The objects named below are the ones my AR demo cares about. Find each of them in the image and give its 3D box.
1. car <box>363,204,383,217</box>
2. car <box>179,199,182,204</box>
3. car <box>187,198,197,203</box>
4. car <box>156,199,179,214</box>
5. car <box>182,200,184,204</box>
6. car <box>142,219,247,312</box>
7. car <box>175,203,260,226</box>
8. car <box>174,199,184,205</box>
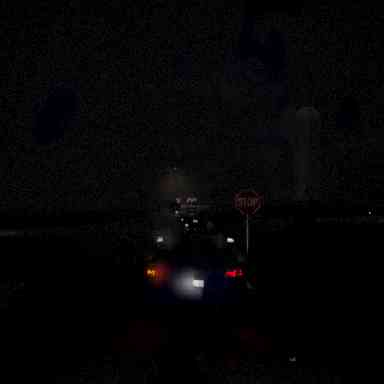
[{"bbox_3d":[14.958,1.116,23.875,4.718,1.301,1.895,-2,-1,0],"label":"car"},{"bbox_3d":[-2.858,1.858,47.295,1.895,1.301,4.718,0,-1,0],"label":"car"},{"bbox_3d":[-0.028,1.946,68.668,2.097,1.767,4.553,0,-1,0],"label":"car"},{"bbox_3d":[-2.869,1.694,37.376,2.033,1.411,5.357,0,0,0],"label":"car"},{"bbox_3d":[-2.849,1.905,57.750,2.128,1.511,4.902,0,-1,0],"label":"car"},{"bbox_3d":[0.072,1.575,7.827,1.994,1.385,4.181,0,0,1],"label":"car"},{"bbox_3d":[1.895,1.505,21.292,5.357,1.411,2.033,-2,1,-33],"label":"car"},{"bbox_3d":[-2.779,2.088,70.539,1.994,1.385,4.181,0,-1,0],"label":"car"}]
